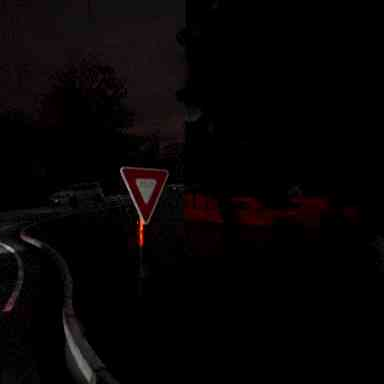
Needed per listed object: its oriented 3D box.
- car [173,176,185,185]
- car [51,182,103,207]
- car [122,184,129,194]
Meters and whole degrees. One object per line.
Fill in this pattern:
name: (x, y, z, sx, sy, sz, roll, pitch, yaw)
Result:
car: (-1.741, -2.112, 57.916, 2.033, 1.411, 5.357, 1, 6, 16)
car: (-11.278, 0.181, 32.990, 2.150, 2.045, 5.566, 0, 6, 26)
car: (-6.778, -0.896, 42.981, 2.150, 2.045, 5.566, 0, 6, 22)
